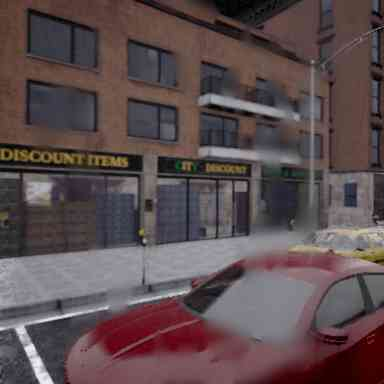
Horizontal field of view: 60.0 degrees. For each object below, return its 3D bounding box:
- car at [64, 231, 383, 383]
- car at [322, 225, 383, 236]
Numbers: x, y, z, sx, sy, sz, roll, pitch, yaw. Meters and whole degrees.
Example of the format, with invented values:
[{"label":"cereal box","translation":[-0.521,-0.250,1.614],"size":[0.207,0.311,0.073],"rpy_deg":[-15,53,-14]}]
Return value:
[{"label":"car","translation":[1.139,1.510,3.881],"size":[5.008,1.535,1.882],"rpy_deg":[1,0,-35]},{"label":"car","translation":[4.203,1.616,9.202],"size":[4.829,1.417,1.752],"rpy_deg":[1,0,-36]}]
